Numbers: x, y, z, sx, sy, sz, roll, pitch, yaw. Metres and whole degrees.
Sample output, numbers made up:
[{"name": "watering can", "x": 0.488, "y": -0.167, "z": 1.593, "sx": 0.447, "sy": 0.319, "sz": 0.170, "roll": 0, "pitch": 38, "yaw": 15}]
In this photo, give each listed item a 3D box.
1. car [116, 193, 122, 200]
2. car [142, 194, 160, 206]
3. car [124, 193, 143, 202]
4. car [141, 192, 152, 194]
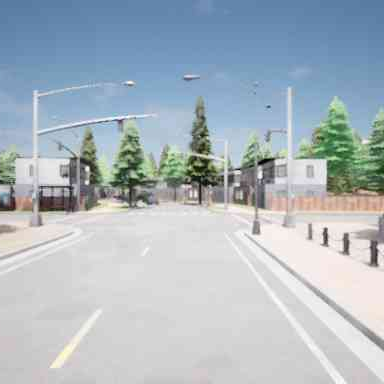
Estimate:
[{"name": "car", "x": -16.536, "y": 1.045, "z": 80.401, "sx": 2.097, "sy": 1.767, "sz": 4.553, "roll": 0, "pitch": 0, "yaw": -45}, {"name": "car", "x": -6.411, "y": 1.440, "z": 53.934, "sx": 2.033, "sy": 1.411, "sz": 5.357, "roll": 0, "pitch": 0, "yaw": -13}, {"name": "car", "x": -12.214, "y": 1.426, "z": 68.224, "sx": 1.994, "sy": 1.385, "sz": 4.181, "roll": 0, "pitch": 0, "yaw": -26}, {"name": "car", "x": -10.416, "y": 1.082, "z": 72.061, "sx": 2.150, "sy": 2.045, "sz": 5.566, "roll": 0, "pitch": 0, "yaw": -36}]
